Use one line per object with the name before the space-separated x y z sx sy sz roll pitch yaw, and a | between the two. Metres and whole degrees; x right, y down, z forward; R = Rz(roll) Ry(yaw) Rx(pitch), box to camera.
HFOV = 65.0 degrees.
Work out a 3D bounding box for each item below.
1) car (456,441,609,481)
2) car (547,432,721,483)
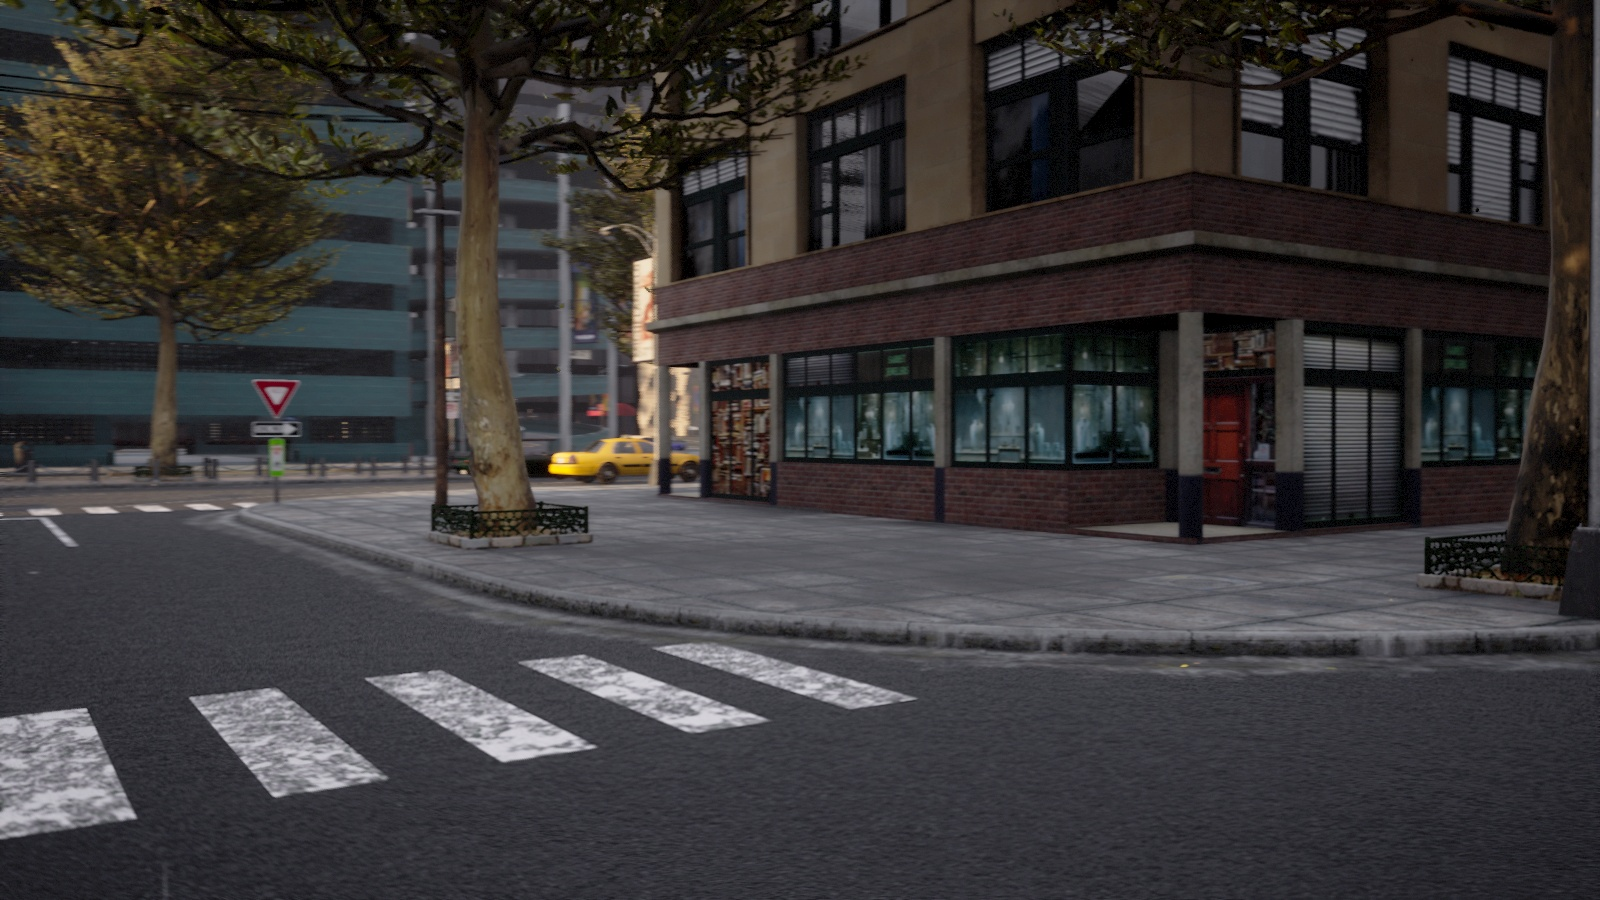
car | -9.060 0.348 42.695 4.718 1.301 1.895 0 1 -33
car | -5.361 0.226 40.931 5.366 1.575 1.801 0 1 -32
